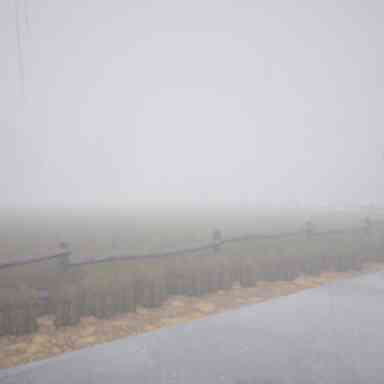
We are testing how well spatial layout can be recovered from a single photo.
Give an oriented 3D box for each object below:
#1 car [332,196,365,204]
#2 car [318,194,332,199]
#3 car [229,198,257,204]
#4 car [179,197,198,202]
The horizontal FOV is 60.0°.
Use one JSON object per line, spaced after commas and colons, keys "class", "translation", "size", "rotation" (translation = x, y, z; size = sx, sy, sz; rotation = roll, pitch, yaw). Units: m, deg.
{"class": "car", "translation": [31.877, 1.704, 67.701], "size": [2.242, 1.667, 4.611], "rotation": [0, 0, -36]}
{"class": "car", "translation": [35.380, 1.569, 86.671], "size": [1.932, 1.855, 4.605], "rotation": [0, 0, -36]}
{"class": "car", "translation": [7.798, 1.630, 51.757], "size": [1.882, 1.535, 5.008], "rotation": [0, 0, -35]}
{"class": "car", "translation": [-0.623, 1.678, 63.449], "size": [1.812, 1.442, 4.674], "rotation": [0, 0, -36]}
